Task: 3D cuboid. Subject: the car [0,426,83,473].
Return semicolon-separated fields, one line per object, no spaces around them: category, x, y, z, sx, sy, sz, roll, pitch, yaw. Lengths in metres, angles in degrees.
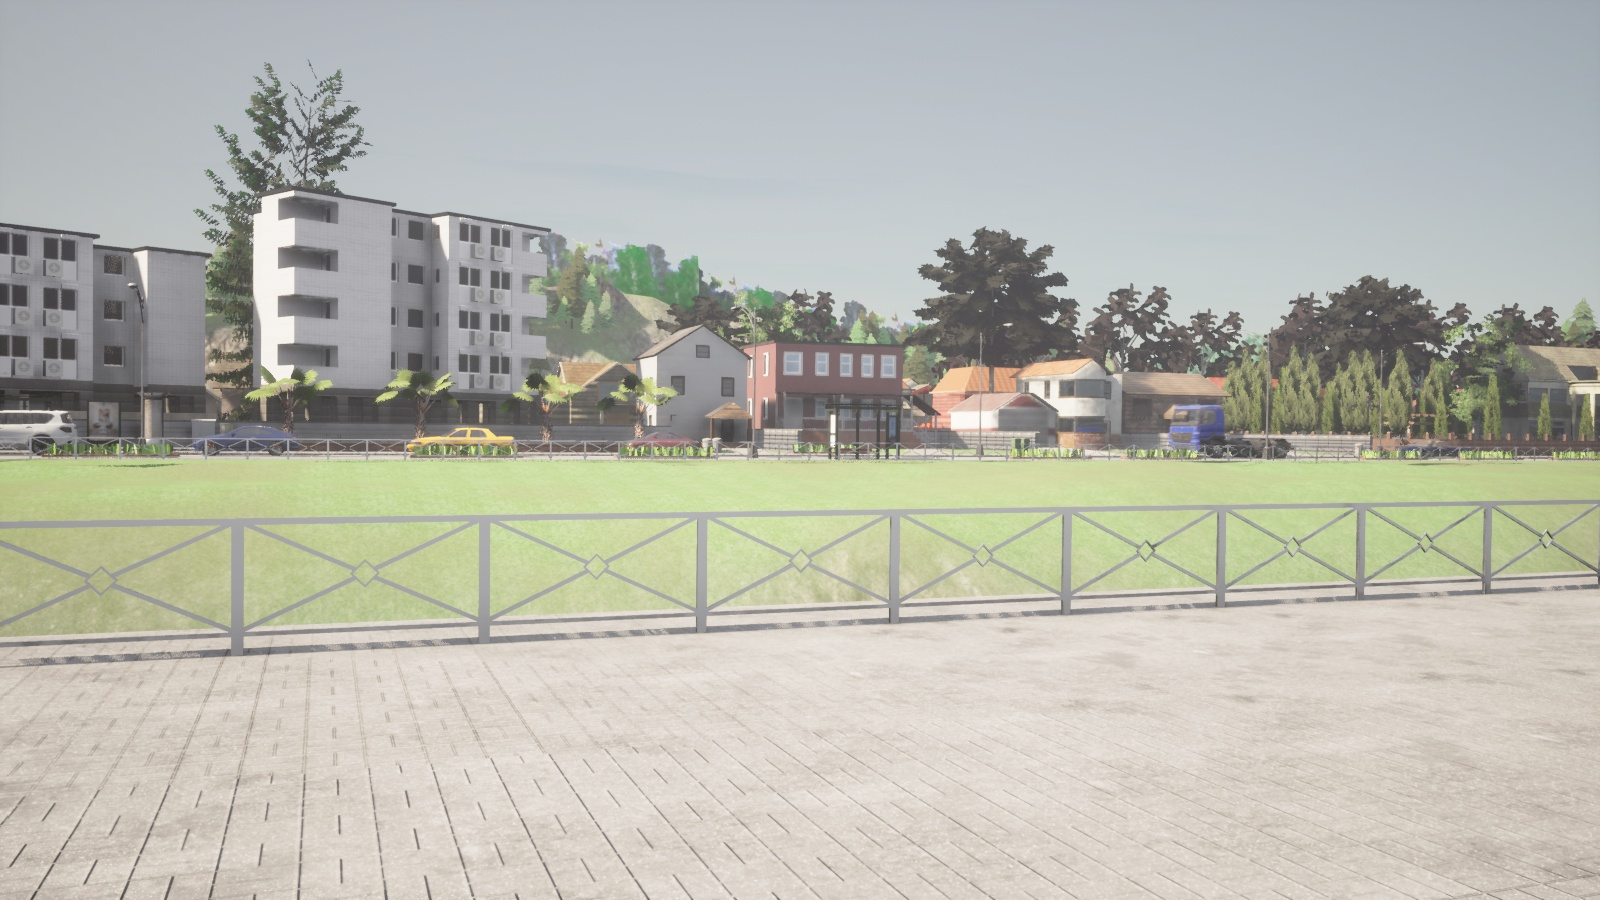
car;-35.514;-0.015;56.302;5.566;2.045;2.150;-1;1;-21

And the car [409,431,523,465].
car;-16.857;-0.113;63.383;5.366;1.575;1.801;-1;1;-21

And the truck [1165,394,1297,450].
truck;27.557;-1.787;80.234;7.936;3.462;2.891;-1;1;-21

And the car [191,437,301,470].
car;-26.320;0.136;59.794;4.674;1.442;1.812;-1;1;-21

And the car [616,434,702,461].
car;-7.499;-0.146;66.932;4.181;1.385;1.994;-1;1;-20

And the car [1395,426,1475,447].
car;40.985;-0.863;81.066;4.718;1.301;1.895;-1;1;-21
